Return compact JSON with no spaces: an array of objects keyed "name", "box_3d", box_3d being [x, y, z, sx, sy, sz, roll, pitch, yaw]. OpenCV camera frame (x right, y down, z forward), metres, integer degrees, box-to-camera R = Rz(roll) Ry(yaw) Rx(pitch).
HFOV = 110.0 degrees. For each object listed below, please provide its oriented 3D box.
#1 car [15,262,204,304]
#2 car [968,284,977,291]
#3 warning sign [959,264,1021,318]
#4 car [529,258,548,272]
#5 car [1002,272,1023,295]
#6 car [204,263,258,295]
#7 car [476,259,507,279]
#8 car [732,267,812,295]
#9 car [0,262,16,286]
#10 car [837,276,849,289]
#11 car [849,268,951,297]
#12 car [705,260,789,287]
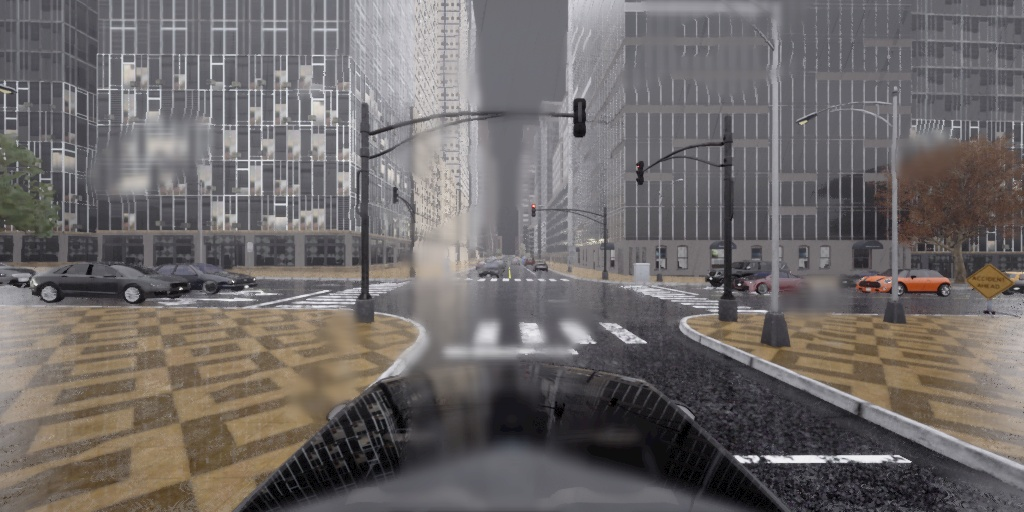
[{"name":"car","box_3d":[-15.426,0.998,13.984,4.892,1.490,1.837,1,0,-3]},{"name":"car","box_3d":[37.123,1.921,26.680,5.008,1.535,1.882,1,0,-3]},{"name":"warning sign","box_3d":[17.214,1.204,12.935,1.060,1.860,1.300,0,0,-3]},{"name":"car","box_3d":[3.670,1.329,46.659,1.948,1.339,4.313,0,0,-1]},{"name":"car","box_3d":[34.655,1.964,23.300,4.181,1.385,1.994,1,0,-3]},{"name":"car","box_3d":[-15.438,1.040,17.272,5.357,1.411,2.033,1,0,0]},{"name":"car","box_3d":[-1.884,1.316,33.722,2.033,1.411,5.357,0,0,4]},{"name":"car","box_3d":[16.090,1.631,22.339,4.181,1.385,1.994,1,0,-3]},{"name":"car","box_3d":[-25.372,0.802,16.723,4.902,1.511,2.128,1,0,-3]},{"name":"car","box_3d":[26.292,1.813,26.127,4.181,1.385,1.994,1,0,-3]},{"name":"car","box_3d":[24.784,1.575,22.790,4.553,1.767,2.097,1,0,-3]},{"name":"car","box_3d":[16.903,1.303,25.635,5.566,2.045,2.150,1,0,-3]}]
